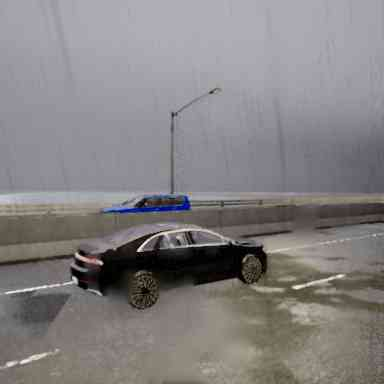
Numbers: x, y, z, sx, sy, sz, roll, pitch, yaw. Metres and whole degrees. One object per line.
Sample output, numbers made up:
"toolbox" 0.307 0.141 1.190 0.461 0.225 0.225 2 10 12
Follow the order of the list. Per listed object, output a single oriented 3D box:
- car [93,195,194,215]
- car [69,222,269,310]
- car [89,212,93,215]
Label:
"car" -2.474 1.174 19.272 5.566 2.045 2.150 0 0 -35
"car" -0.283 1.476 7.827 4.902 1.511 2.128 0 0 -35
"car" -4.378 1.384 22.211 4.892 1.490 1.837 0 0 -35
